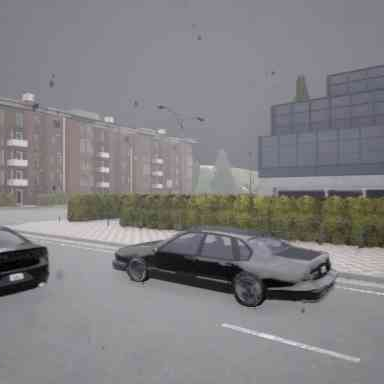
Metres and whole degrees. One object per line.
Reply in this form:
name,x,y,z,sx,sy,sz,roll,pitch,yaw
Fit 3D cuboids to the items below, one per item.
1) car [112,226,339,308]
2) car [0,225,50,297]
car,0.514,1.547,7.913,5.357,1.411,2.033,0,0,35
car,-5.377,1.477,7.801,5.008,1.535,1.882,0,0,35
